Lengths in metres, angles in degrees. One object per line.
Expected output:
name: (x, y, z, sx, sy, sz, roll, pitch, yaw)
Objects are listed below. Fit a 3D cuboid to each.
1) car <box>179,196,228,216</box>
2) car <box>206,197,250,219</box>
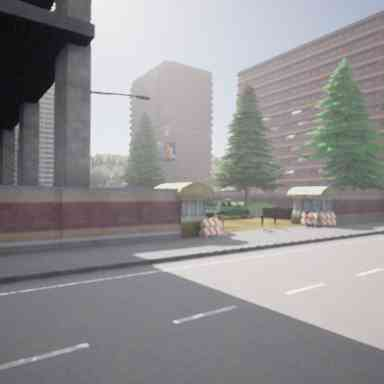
car: (1.185, 1.361, 33.155, 4.605, 1.855, 1.932, 1, 0, -35)
car: (3.215, 1.523, 29.108, 3.988, 1.617, 1.851, 1, 0, -35)
